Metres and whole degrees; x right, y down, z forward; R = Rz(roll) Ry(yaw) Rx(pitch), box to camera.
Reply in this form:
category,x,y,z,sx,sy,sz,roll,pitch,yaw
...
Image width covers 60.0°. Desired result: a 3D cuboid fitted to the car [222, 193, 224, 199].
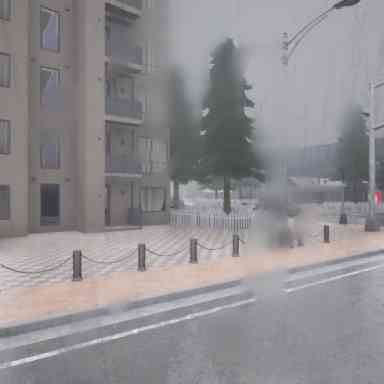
category,x,y,z,sx,sy,sz,roll,pitch,yaw
car,7.474,1.092,94.722,1.905,1.878,3.866,0,0,-37

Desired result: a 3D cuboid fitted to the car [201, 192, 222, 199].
category,x,y,z,sx,sy,sz,roll,pitch,yaw
car,5.388,1.112,92.658,1.932,1.855,4.605,0,0,-37

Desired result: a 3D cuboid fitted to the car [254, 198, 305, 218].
category,x,y,z,sx,sy,sz,roll,pitch,yaw
car,7.766,1.369,29.716,2.097,1.767,4.553,0,0,-37

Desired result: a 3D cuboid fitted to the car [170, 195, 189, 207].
category,x,y,z,sx,sy,sz,roll,pitch,yaw
car,-3.260,1.562,50.377,2.033,1.411,5.357,0,0,-37
